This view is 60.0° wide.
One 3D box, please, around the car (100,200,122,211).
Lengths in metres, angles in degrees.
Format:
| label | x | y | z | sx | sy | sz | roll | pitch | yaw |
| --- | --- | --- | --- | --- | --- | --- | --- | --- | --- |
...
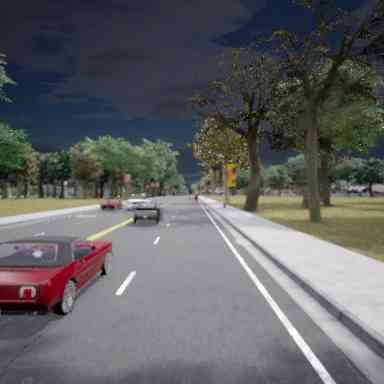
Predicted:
| label | x | y | z | sx | sy | sz | roll | pitch | yaw |
| --- | --- | --- | --- | --- | --- | --- | --- | --- | --- |
| car | -9.842 | 1.627 | 41.005 | 1.895 | 1.301 | 4.718 | 0 | 0 | 0 |

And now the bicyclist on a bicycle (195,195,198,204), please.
| label | x | y | z | sx | sy | sz | roll | pitch | yaw |
| --- | --- | --- | --- | --- | --- | --- | --- | --- | --- |
| bicyclist on a bicycle | 0.886 | 1.419 | 62.986 | 0.659 | 1.776 | 1.843 | 0 | 0 | 0 |

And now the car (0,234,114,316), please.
| label | x | y | z | sx | sy | sz | roll | pitch | yaw |
| --- | --- | --- | --- | --- | --- | --- | --- | --- | --- |
| car | -3.150 | 1.603 | 7.451 | 1.895 | 1.301 | 4.718 | 0 | 0 | 0 |

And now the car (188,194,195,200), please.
| label | x | y | z | sx | sy | sz | roll | pitch | yaw |
| --- | --- | --- | --- | --- | --- | --- | --- | --- | --- |
| car | -0.012 | 1.364 | 90.378 | 2.097 | 1.767 | 4.553 | 0 | 0 | 0 |

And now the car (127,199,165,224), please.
| label | x | y | z | sx | sy | sz | roll | pitch | yaw |
| --- | --- | --- | --- | --- | --- | --- | --- | --- | --- |
| car | -3.154 | 1.502 | 24.797 | 2.128 | 1.511 | 4.902 | 0 | 0 | 0 |

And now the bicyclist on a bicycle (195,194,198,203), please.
| label | x | y | z | sx | sy | sz | roll | pitch | yaw |
| --- | --- | --- | --- | --- | --- | --- | --- | --- | --- |
| bicyclist on a bicycle | 0.885 | 1.430 | 71.987 | 0.659 | 1.776 | 1.843 | 0 | 0 | 0 |

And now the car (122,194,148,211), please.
| label | x | y | z | sx | sy | sz | roll | pitch | yaw |
| --- | --- | --- | --- | --- | --- | --- | --- | --- | --- |
| car | -6.593 | 1.247 | 40.782 | 2.150 | 2.045 | 5.566 | 0 | 0 | 0 |
